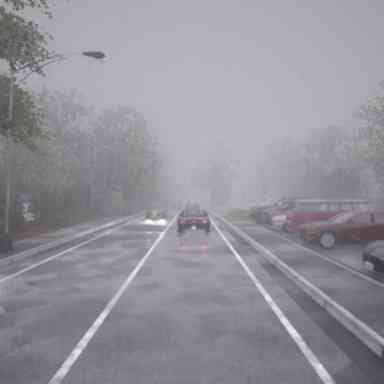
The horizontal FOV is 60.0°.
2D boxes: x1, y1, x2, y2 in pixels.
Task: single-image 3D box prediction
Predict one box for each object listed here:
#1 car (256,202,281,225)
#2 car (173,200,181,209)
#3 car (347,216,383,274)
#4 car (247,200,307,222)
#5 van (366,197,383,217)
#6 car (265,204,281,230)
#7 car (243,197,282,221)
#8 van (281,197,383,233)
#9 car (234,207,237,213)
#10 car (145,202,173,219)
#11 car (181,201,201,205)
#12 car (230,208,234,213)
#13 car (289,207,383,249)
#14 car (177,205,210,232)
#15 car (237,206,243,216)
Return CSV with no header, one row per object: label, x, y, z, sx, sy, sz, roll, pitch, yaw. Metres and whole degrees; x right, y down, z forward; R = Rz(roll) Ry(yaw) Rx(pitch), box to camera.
car,7.111,1.645,22.626,4.792,1.488,2.163,0,0,0
car,-3.236,2.774,73.207,2.150,2.045,5.566,0,-3,0
car,7.041,1.530,8.747,4.792,1.488,2.163,0,0,0
car,7.117,1.539,28.175,4.553,1.767,2.185,0,0,0
van,20.287,1.505,33.613,4.442,1.987,1.878,0,-1,0
car,7.082,1.633,19.850,4.674,1.452,2.002,0,0,0
car,7.055,1.387,25.404,5.566,2.045,2.435,0,0,0
van,7.194,1.344,17.076,4.442,1.987,1.878,0,0,0
car,7.095,1.734,33.722,4.892,1.521,2.231,0,-1,0
car,-3.341,1.737,32.044,2.128,1.511,4.902,0,-1,0
car,0.108,1.928,41.799,2.128,1.511,4.902,0,-1,0
car,6.906,1.777,36.491,5.366,1.575,1.946,0,-1,0
car,7.080,1.546,14.298,5.008,1.535,2.097,0,0,0
car,0.103,1.715,20.827,1.895,1.301,4.718,0,-1,0
car,7.094,1.694,30.950,5.008,1.535,2.097,0,-1,0
